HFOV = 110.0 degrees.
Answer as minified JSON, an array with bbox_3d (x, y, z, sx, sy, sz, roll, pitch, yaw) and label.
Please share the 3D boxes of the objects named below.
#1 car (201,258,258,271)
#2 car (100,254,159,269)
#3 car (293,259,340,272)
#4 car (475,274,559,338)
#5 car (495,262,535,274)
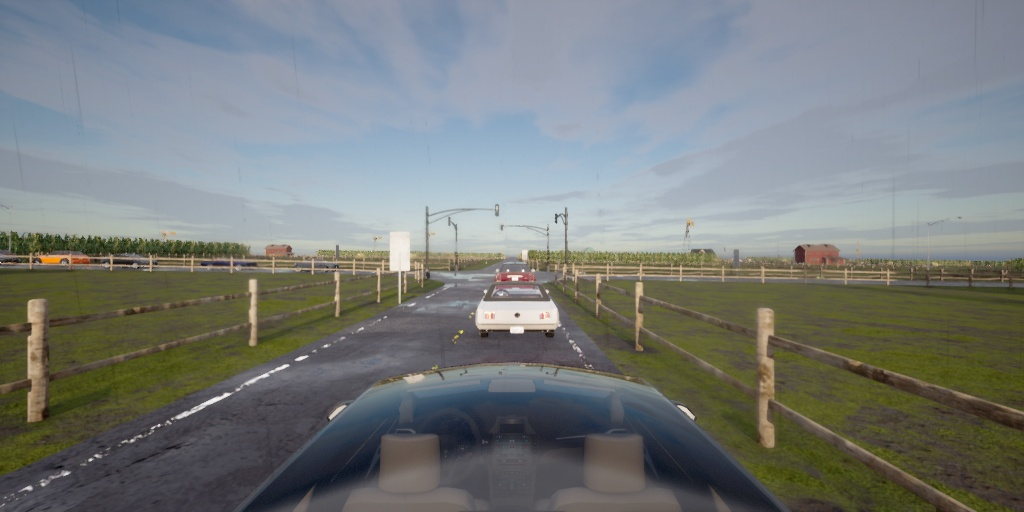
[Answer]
[{"bbox_3d":[-28.860,0.830,36.775,4.718,1.301,1.895,1,0,0],"label":"car"},{"bbox_3d":[-39.187,0.548,36.818,4.892,1.490,1.837,1,0,1],"label":"car"},{"bbox_3d":[-19.967,0.955,36.752,4.181,1.385,1.994,1,0,0],"label":"car"},{"bbox_3d":[0.123,1.349,10.158,1.895,1.301,4.718,0,0,0],"label":"car"},{"bbox_3d":[0.178,1.099,19.147,2.097,1.767,4.553,0,0,1],"label":"car"}]
